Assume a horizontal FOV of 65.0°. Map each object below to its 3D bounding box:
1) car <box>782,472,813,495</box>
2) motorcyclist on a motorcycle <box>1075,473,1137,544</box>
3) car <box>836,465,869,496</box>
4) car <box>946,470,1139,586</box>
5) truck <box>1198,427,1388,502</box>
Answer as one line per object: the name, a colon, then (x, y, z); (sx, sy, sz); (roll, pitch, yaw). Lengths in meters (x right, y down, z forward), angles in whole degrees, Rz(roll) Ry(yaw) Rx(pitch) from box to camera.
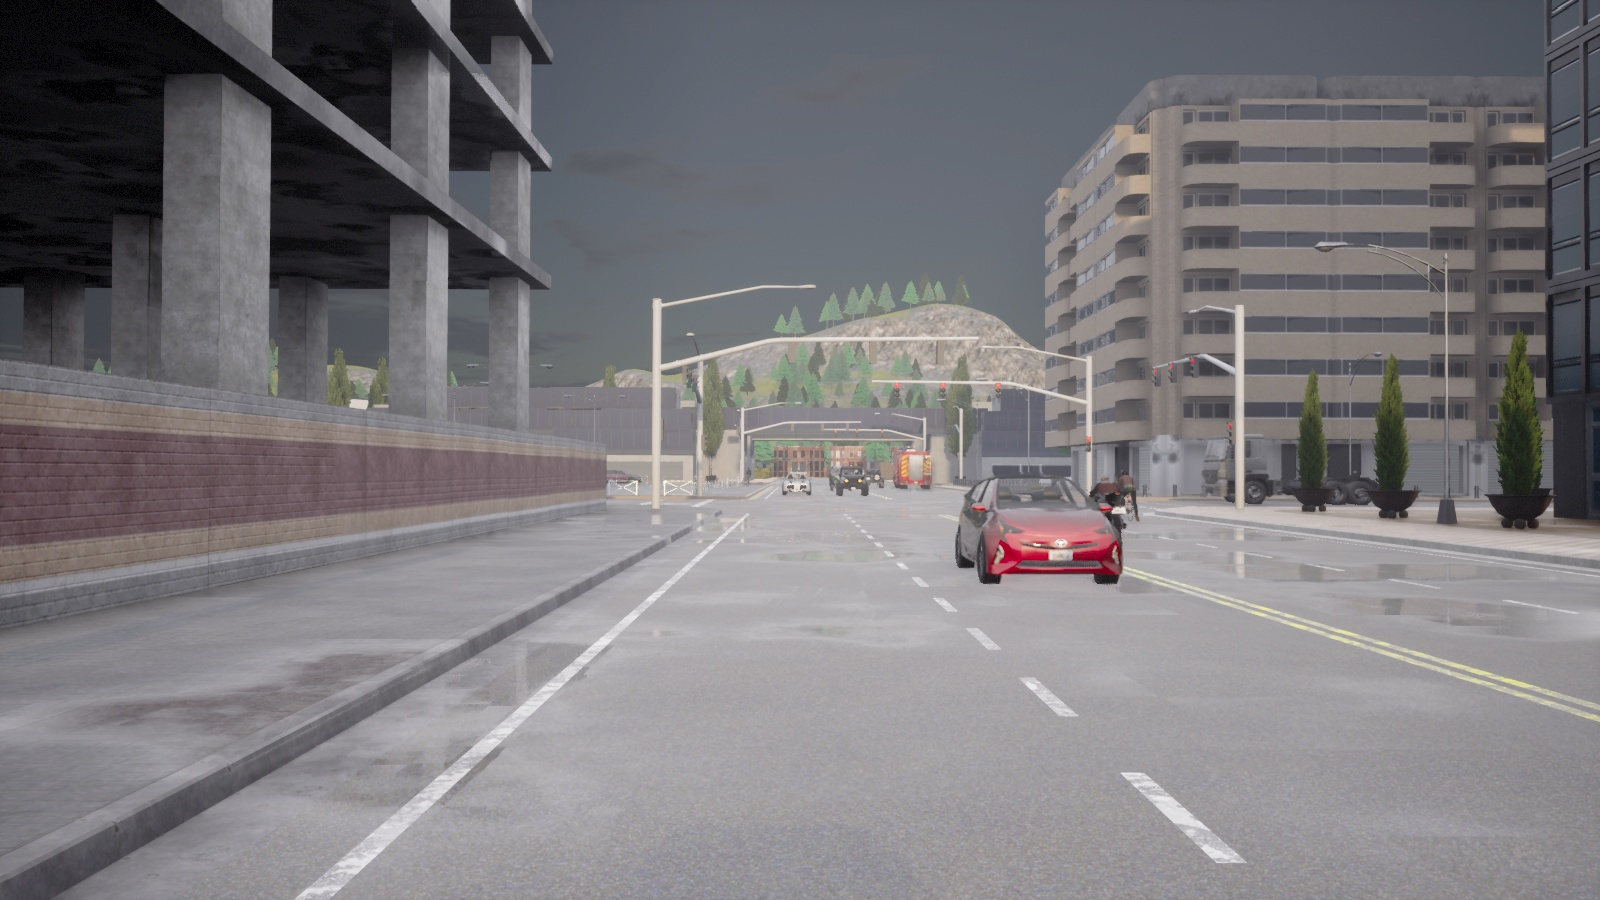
car: (-0.188, 2.145, 81.454); (1.970, 1.475, 3.806); (0, -1, 0)
motorcyclist on a motorcycle: (6.934, 1.300, 28.543); (0.866, 1.530, 2.191); (0, -1, 0)
car: (3.316, 1.927, 79.420); (1.905, 1.878, 3.866); (0, -1, 0)
car: (3.456, 1.062, 18.795); (2.007, 1.525, 4.514); (0, -1, 0)
truck: (23.487, 0.690, 60.082); (7.936, 3.462, 2.891); (0, -1, 0)
